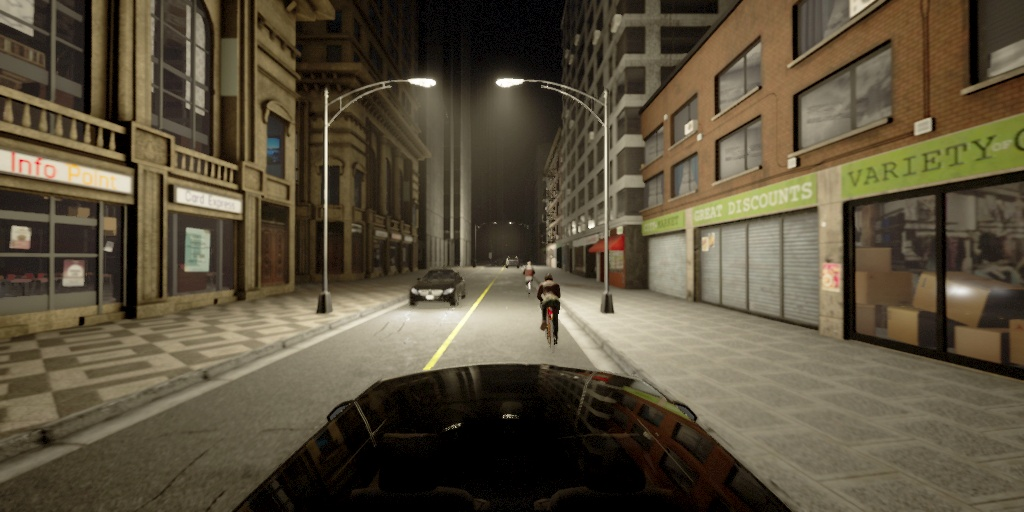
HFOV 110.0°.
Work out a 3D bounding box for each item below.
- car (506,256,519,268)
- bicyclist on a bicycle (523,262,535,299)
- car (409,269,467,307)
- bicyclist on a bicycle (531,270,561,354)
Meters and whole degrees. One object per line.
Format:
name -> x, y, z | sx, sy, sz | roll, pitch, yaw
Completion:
car -> 0.092, 1.095, 62.421 | 2.150, 2.045, 5.566 | 0, 0, 0
bicyclist on a bicycle -> 0.824, 1.146, 17.477 | 0.659, 1.776, 1.843 | 0, 0, 0
car -> -3.088, 1.298, 15.791 | 1.812, 1.442, 4.674 | 0, 0, 0
bicyclist on a bicycle -> 0.825, 1.213, 7.873 | 0.582, 1.620, 1.656 | 0, 0, 0
